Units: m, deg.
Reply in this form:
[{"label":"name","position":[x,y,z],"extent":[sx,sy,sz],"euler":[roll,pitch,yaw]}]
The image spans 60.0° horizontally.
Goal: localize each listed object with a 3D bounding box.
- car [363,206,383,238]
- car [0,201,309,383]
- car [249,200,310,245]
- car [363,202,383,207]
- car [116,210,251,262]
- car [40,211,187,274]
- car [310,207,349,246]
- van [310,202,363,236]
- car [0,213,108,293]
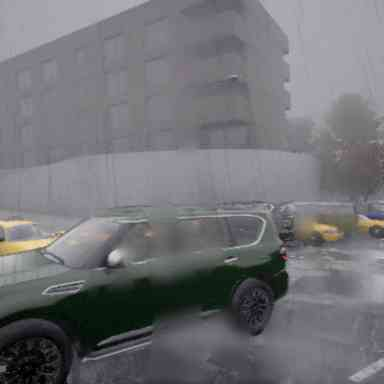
[{"label":"car","position":[9.535,1.830,20.247],"extent":[5.366,1.575,1.946],"euler":[0,-2,34]},{"label":"car","position":[-0.839,1.248,5.243],"extent":[5.566,2.045,2.150],"euler":[1,-1,-36]},{"label":"car","position":[2.073,1.398,15.114],"extent":[5.566,2.045,2.435],"euler":[-1,-1,34]},{"label":"car","position":[11.787,1.651,22.123],"extent":[5.566,2.045,2.435],"euler":[0,-1,34]},{"label":"car","position":[-0.488,1.597,13.456],"extent":[5.366,1.575,1.946],"euler":[-1,-1,34]},{"label":"car","position":[-2.918,1.554,11.710],"extent":[5.366,1.575,1.946],"euler":[-1,-1,34]},{"label":"car","position":[4.677,1.702,16.739],"extent":[5.366,1.575,1.946],"euler":[0,-2,34]},{"label":"van","position":[6.856,1.543,18.665],"extent":[4.442,1.987,1.878],"euler":[0,-1,34]},{"label":"car","position":[-5.045,1.511,9.760],"extent":[5.366,1.575,1.946],"euler":[-1,-1,35]}]
